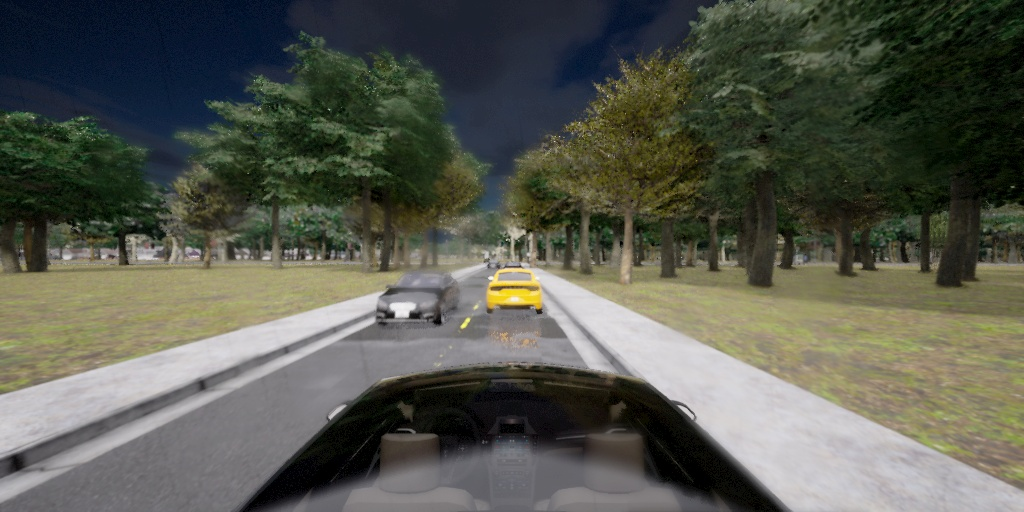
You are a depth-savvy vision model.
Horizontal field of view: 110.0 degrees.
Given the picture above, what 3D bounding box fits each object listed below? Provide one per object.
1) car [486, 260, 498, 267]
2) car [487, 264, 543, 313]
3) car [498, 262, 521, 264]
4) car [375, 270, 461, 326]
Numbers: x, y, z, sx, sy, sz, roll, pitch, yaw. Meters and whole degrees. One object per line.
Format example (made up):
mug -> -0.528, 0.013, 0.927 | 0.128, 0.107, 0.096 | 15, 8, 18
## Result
car -> -2.807, 1.291, 55.394 | 1.812, 1.442, 4.674 | 0, 0, 0
car -> 0.100, 1.230, 13.960 | 1.882, 1.535, 5.008 | 0, 0, 0
car -> 0.101, 1.248, 32.014 | 2.128, 1.511, 4.902 | 0, 0, 0
car -> -2.851, 1.243, 11.763 | 2.128, 1.511, 4.902 | 0, 0, 0
